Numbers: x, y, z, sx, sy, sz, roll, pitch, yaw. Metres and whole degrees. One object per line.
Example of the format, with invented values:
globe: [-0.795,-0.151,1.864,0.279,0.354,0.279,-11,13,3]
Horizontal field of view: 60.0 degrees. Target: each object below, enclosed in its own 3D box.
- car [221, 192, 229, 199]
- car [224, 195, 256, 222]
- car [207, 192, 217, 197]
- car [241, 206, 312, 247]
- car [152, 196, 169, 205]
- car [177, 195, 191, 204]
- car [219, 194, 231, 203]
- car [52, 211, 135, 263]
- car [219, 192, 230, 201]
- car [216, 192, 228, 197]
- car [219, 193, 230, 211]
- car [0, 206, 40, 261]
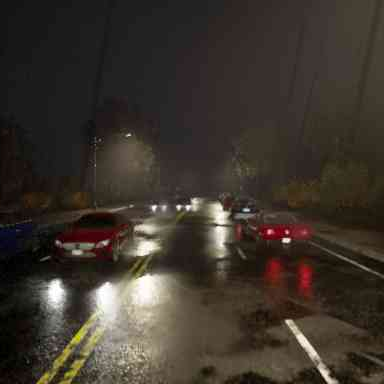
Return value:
car: [7.825,0.829,78.899,1.882,1.535,5.008,0,1,7]
car: [3.716,1.256,24.446,2.033,1.649,4.856,0,0,2]
car: [5.680,0.767,88.539,1.895,1.301,4.718,0,1,7]
car: [3.544,1.499,14.541,1.895,1.301,4.718,0,0,1]
car: [-4.697,1.219,50.369,1.895,1.301,4.718,0,0,4]
car: [-1.237,1.195,52.996,1.895,1.301,4.718,0,1,5]
car: [5.676,1.120,57.157,1.994,1.385,4.181,0,1,5]
car: [-3.210,1.443,11.759,1.812,1.442,4.674,0,0,1]
car: [6.663,0.809,68.005,2.097,1.767,4.553,0,1,6]
car: [4.854,1.142,46.265,2.128,1.511,4.902,0,0,4]
car: [4.200,1.217,35.360,1.882,1.535,5.008,0,0,3]
car: [-6.489,1.281,9.957,2.097,1.767,4.553,0,0,1]
